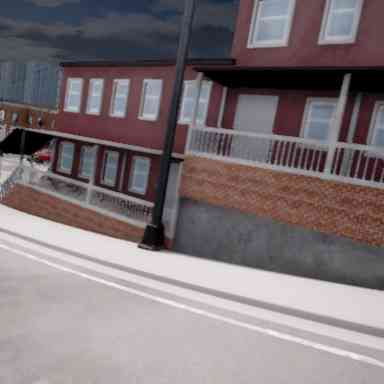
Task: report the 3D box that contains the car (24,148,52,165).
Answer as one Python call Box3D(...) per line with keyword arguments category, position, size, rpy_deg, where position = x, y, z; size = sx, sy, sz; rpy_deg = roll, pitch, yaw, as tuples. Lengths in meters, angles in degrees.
Box3D(category="car", position=(-17.609, -4.377, 41.005), size=(2.150, 2.045, 5.566), rpy_deg=(14, 8, 35))
